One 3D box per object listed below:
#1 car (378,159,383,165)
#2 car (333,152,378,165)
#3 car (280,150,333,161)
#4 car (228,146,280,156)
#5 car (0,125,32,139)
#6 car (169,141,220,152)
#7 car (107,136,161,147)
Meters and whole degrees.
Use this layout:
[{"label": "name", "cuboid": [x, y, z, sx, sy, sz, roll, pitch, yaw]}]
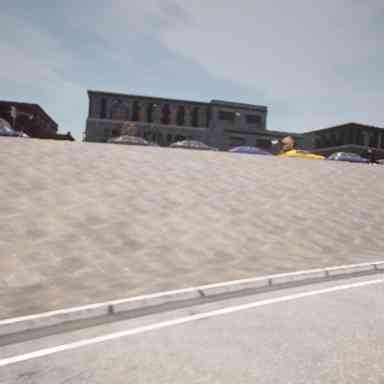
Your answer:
[{"label": "car", "cuboid": [21.920, -2.803, 36.393, 4.792, 1.488, 2.163, 3, -1, -16]}, {"label": "car", "cuboid": [16.417, -3.249, 34.857, 4.553, 1.767, 2.185, 3, -1, -14]}, {"label": "car", "cuboid": [11.064, -3.404, 33.496, 5.008, 1.535, 2.097, 3, -1, -13]}, {"label": "car", "cuboid": [5.664, -3.643, 32.245, 4.674, 1.452, 2.002, 3, -1, -12]}, {"label": "car", "cuboid": [-15.915, -4.808, 28.070, 4.553, 1.767, 2.185, 3, -1, -11]}, {"label": "car", "cuboid": [0.241, -3.955, 31.112, 4.892, 1.521, 2.231, 3, -1, -11]}, {"label": "car", "cuboid": [-5.177, -4.207, 30.086, 4.892, 1.521, 2.231, 3, -1, -11]}]
